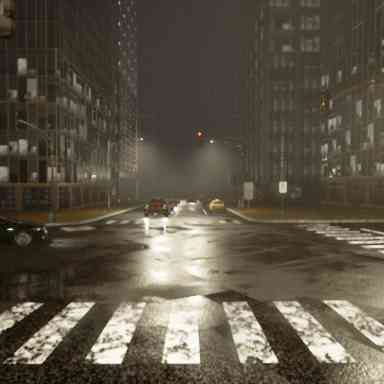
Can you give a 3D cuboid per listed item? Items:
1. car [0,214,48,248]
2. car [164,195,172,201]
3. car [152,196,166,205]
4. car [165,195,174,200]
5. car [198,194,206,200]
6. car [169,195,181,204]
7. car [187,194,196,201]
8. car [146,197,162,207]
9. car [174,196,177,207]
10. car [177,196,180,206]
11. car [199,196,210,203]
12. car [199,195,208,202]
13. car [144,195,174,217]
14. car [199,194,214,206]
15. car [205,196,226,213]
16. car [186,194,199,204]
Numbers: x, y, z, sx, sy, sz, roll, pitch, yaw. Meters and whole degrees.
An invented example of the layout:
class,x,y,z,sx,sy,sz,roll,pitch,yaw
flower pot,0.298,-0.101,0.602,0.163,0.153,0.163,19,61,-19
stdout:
class,x,y,z,sx,sy,sz,roll,pitch,yaw
car,-8.389,1.601,14.091,4.181,1.385,1.994,-1,1,-18
car,-5.807,1.480,80.799,1.802,1.307,4.206,-1,0,0
car,-5.769,1.502,58.104,1.947,1.339,4.313,-1,0,0
car,-5.817,1.453,86.473,1.947,1.339,4.313,-1,0,0
car,2.528,1.327,86.427,1.967,1.590,4.097,-1,0,0
car,-3.127,1.409,60.954,1.882,1.535,5.008,0,0,0
car,-0.125,1.222,72.707,1.882,1.535,5.008,0,0,0
car,-5.930,1.511,52.430,1.947,1.339,4.313,-1,0,0
car,-3.161,1.440,40.468,1.882,1.535,5.008,0,0,0
car,-3.153,1.549,50.478,1.895,1.301,4.718,0,0,0
car,2.559,1.483,69.404,1.947,1.339,4.313,-1,0,0
car,2.550,1.459,75.078,2.008,1.369,4.403,-1,0,0
car,-3.167,1.325,31.170,2.097,1.767,4.553,0,0,0
car,2.624,1.261,51.894,2.192,1.841,5.009,-1,0,0
car,2.743,1.492,36.813,1.752,1.417,4.829,-1,0,0
car,-0.108,1.529,62.734,1.895,1.301,4.718,0,0,0
